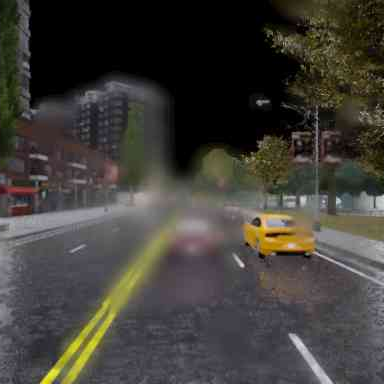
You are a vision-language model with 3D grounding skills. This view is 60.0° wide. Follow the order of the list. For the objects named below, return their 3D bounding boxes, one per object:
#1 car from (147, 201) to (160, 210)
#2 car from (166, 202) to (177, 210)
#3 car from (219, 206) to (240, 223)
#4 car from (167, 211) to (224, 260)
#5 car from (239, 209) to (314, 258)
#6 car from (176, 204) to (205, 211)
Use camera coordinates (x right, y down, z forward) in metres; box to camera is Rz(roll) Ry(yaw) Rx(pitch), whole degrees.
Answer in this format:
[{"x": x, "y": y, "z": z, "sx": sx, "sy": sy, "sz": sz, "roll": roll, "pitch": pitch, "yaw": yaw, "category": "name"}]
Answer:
[{"x": -6.580, "y": 2.343, "z": 56.711, "sx": 1.837, "sy": 1.490, "sz": 4.892, "roll": 0, "pitch": -1, "yaw": 0, "category": "car"}, {"x": -3.324, "y": 2.386, "z": 56.719, "sx": 2.033, "sy": 1.411, "sz": 5.357, "roll": 0, "pitch": -1, "yaw": 1, "category": "car"}, {"x": 3.294, "y": 1.891, "z": 28.015, "sx": 1.812, "sy": 1.442, "sz": 4.674, "roll": 0, "pitch": -1, "yaw": 1, "category": "car"}, {"x": 0.046, "y": 1.684, "z": 12.996, "sx": 1.812, "sy": 1.442, "sz": 4.674, "roll": 0, "pitch": 0, "yaw": 0, "category": "car"}, {"x": 3.300, "y": 1.642, "z": 13.460, "sx": 1.882, "sy": 1.535, "sz": 5.008, "roll": 0, "pitch": 0, "yaw": 0, "category": "car"}, {"x": 0.038, "y": 1.847, "z": 27.306, "sx": 2.128, "sy": 1.511, "sz": 4.902, "roll": 0, "pitch": -1, "yaw": 0, "category": "car"}]
